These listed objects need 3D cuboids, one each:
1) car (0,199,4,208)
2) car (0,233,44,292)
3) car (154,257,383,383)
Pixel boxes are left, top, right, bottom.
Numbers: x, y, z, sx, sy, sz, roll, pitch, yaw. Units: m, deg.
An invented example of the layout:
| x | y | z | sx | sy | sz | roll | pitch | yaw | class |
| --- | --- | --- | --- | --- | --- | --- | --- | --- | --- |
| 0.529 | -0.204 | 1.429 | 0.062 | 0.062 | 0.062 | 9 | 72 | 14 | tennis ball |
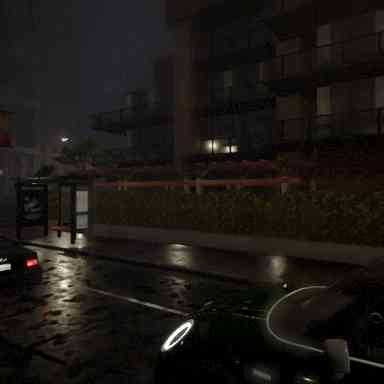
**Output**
| x | y | z | sx | sy | sz | roll | pitch | yaw | class |
| --- | --- | --- | --- | --- | --- | --- | --- | --- | --- |
| -27.904 | 1.352 | 44.472 | 2.097 | 1.767 | 4.553 | 0 | 0 | 36 | car |
| -5.768 | 1.547 | 8.061 | 5.357 | 1.411 | 2.033 | 0 | 0 | 36 | car |
| 1.850 | 1.352 | 2.685 | 4.553 | 1.767 | 2.097 | 0 | 0 | 35 | car |
